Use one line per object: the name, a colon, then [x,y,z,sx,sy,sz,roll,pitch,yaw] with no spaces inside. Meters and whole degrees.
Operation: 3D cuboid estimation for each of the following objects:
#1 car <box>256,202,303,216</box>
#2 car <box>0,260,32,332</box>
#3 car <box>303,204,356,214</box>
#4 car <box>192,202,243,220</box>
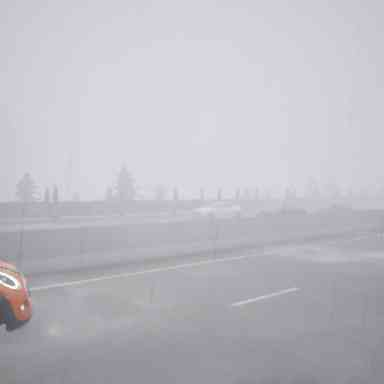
car: [7.099,1.541,26.246,4.674,1.442,1.812,0,0,-36]
car: [-4.787,1.357,4.630,4.553,1.767,2.097,0,0,-36]
car: [10.419,1.580,24.321,4.181,1.385,1.994,0,0,-35]
car: [2.149,1.538,27.012,4.674,1.442,1.812,0,0,-36]
